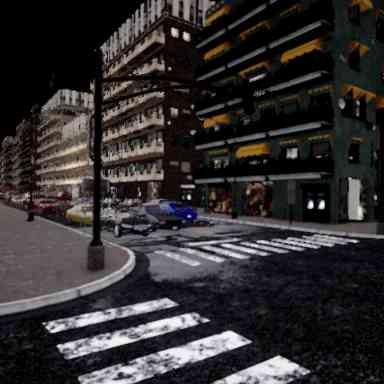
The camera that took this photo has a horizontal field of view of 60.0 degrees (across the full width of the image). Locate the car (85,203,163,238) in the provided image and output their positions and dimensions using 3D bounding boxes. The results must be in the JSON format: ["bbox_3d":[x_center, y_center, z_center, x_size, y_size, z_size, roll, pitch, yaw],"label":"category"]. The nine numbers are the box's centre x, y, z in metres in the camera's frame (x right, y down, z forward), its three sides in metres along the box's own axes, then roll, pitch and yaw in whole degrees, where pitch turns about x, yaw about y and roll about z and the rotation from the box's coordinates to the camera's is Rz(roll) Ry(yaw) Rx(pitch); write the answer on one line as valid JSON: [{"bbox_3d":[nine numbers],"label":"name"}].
[{"bbox_3d":[-3.604,1.482,17.039,2.008,1.369,4.403,2,-1,-35],"label":"car"}]

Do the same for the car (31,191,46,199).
[{"bbox_3d":[-35.368,0.693,76.372,2.192,1.841,5.009,2,0,-35],"label":"car"}]

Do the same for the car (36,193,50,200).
[{"bbox_3d":[-32.155,0.977,71.828,1.887,1.381,4.507,2,0,-35],"label":"car"}]

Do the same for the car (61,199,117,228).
[{"bbox_3d":[-6.724,1.402,21.443,1.752,1.417,4.829,2,-1,-35],"label":"car"}]

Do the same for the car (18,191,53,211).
[{"bbox_3d":[-16.474,1.023,35.212,2.192,1.841,5.009,2,-1,-35],"label":"car"}]

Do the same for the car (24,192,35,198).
[{"bbox_3d":[-41.813,0.837,85.457,1.947,1.339,4.313,2,0,-35],"label":"car"}]

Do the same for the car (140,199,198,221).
[{"bbox_3d":[-1.563,1.439,23.814,1.882,1.535,5.008,1,0,-34],"label":"car"}]

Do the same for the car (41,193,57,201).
[{"bbox_3d":[-28.937,1.037,67.286,2.008,1.369,4.403,2,0,-35],"label":"car"}]

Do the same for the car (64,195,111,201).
[{"bbox_3d":[-9.366,1.316,29.634,2.128,1.511,4.902,1,0,-36],"label":"car"}]

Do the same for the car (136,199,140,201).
[{"bbox_3d":[-3.183,1.365,30.944,1.967,1.590,4.097,2,0,-35],"label":"car"}]

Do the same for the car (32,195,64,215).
[{"bbox_3d":[-13.261,1.308,30.668,1.887,1.381,4.507,2,-1,-35],"label":"car"}]

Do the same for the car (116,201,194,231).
[{"bbox_3d":[-2.429,1.495,19.840,2.033,1.411,5.357,1,0,-35],"label":"car"}]

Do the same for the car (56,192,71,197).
[{"bbox_3d":[-22.493,0.909,58.202,2.192,1.841,5.009,2,0,-35],"label":"car"}]

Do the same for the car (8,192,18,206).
[{"bbox_3d":[-22.819,1.125,44.157,1.752,1.417,4.829,2,-1,-35],"label":"car"}]

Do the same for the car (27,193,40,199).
[{"bbox_3d":[-38.593,0.876,80.914,2.008,1.369,4.403,2,0,-35],"label":"car"}]

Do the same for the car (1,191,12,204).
[{"bbox_3d":[-26.130,0.858,48.840,2.192,1.841,5.009,2,-1,-35],"label":"car"}]

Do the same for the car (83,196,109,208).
[{"bbox_3d":[-12.940,1.282,44.710,1.752,1.417,4.829,2,0,-35],"label":"car"}]

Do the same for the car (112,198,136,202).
[{"bbox_3d":[-6.405,1.419,35.486,2.008,1.369,4.403,2,0,-35],"label":"car"}]

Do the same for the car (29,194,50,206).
[{"bbox_3d":[-21.698,1.093,47.198,1.882,1.535,5.008,1,0,-35],"label":"car"}]
